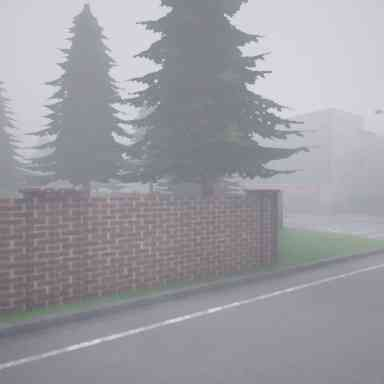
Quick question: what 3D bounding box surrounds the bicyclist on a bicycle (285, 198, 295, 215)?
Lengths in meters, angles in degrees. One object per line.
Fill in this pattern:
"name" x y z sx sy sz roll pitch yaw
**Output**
"bicyclist on a bicycle" 9.846 1.455 33.381 1.656 1.620 0.582 0 0 -35
